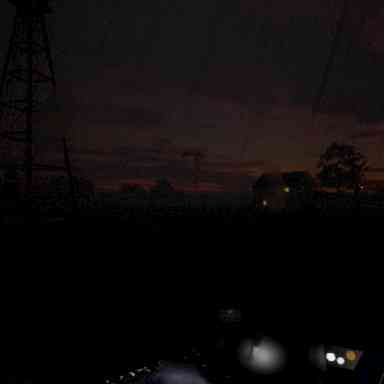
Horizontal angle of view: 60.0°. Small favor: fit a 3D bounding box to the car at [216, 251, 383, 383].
[{"bbox_3d":[2.382,1.608,4.771,4.181,1.385,1.994,1,0,-35],"label":"car"}]
